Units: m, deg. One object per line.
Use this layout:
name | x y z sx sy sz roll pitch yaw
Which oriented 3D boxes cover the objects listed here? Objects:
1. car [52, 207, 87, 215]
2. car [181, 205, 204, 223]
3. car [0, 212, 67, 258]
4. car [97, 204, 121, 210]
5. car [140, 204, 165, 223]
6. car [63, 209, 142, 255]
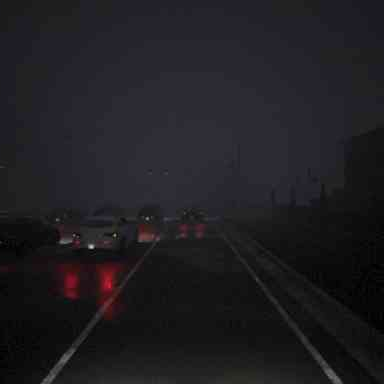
car | -10.491 1.906 28.215 1.895 1.301 4.718 0 -1 0
car | 0.060 1.838 28.869 1.812 1.442 4.674 0 0 1
car | -6.985 1.711 13.443 1.994 1.385 4.181 0 -1 0
car | -6.988 1.815 28.474 1.837 1.490 4.892 0 0 0
car | -3.488 1.815 28.477 1.837 1.490 4.892 0 0 0
car | -3.483 1.676 13.871 1.812 1.442 4.674 0 0 0
